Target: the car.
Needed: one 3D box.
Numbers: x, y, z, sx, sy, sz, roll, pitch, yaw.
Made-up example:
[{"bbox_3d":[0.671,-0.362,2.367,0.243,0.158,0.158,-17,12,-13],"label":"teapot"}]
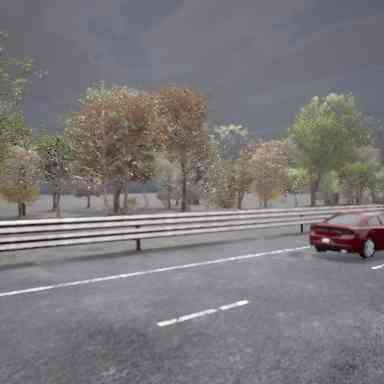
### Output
[{"bbox_3d":[6.570,1.501,12.738,5.008,1.535,1.882,0,0,-35],"label":"car"}]
